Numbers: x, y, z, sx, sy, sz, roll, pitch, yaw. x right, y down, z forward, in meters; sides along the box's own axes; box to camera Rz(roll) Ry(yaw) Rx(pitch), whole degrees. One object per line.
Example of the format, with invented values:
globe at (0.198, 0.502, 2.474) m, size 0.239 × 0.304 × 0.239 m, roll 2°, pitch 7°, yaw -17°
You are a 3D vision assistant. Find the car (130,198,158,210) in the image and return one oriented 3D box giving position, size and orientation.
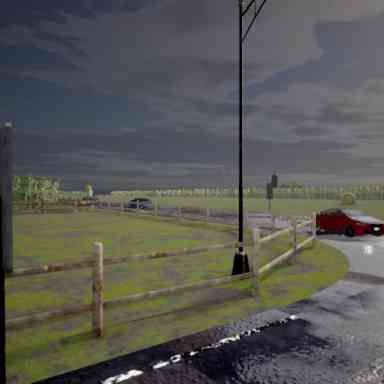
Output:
car at (-5.815, 1.429, 39.585) m, size 1.812 × 1.442 × 4.674 m, roll -1°, pitch 1°, yaw -35°

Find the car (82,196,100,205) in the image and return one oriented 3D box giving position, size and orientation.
car at (-16.748, 1.392, 55.104) m, size 2.128 × 1.511 × 4.902 m, roll -1°, pitch 0°, yaw -35°

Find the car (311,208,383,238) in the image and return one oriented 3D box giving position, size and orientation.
car at (8.267, 1.555, 17.743) m, size 1.994 × 1.385 × 4.181 m, roll 0°, pitch 0°, yaw -16°
